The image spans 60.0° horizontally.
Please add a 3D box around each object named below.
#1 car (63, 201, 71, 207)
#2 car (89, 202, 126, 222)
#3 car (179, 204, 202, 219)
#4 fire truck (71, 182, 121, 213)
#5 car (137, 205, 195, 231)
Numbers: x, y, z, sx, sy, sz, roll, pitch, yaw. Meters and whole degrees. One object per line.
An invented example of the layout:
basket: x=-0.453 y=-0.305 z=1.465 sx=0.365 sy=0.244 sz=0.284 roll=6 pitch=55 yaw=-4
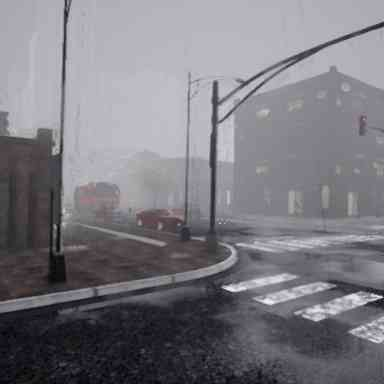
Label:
car: x=-27.061 y=2.514 z=72.370 sx=1.802 sy=1.307 sz=4.206 roll=1 pitch=-1 yaw=-35
car: x=-7.221 y=1.842 z=29.183 sx=1.802 sy=1.307 sz=4.206 roll=1 pitch=-1 yaw=-35
car: x=-0.773 y=1.959 z=35.038 sx=1.967 sy=1.590 sz=4.097 roll=1 pitch=-1 yaw=-35
fire truck: x=-11.656 y=0.783 z=40.494 sx=2.891 sy=3.827 sz=8.468 roll=2 pitch=-2 yaw=-35
car: x=-2.059 y=1.726 z=21.810 sx=1.887 sy=1.381 sz=4.507 roll=1 pitch=-1 yaw=-35
